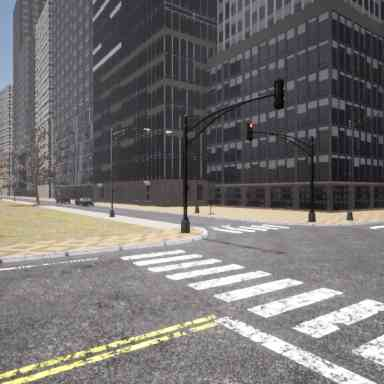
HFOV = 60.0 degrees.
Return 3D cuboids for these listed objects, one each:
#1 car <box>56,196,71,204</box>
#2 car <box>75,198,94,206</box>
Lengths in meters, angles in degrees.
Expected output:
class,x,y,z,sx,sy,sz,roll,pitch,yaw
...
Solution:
class,x,y,z,sx,sy,sz,roll,pitch,yaw
car,-24.613,1.511,63.526,1.837,1.490,4.892,0,0,-35
car,-17.225,1.602,52.981,1.895,1.301,4.718,0,0,-35
